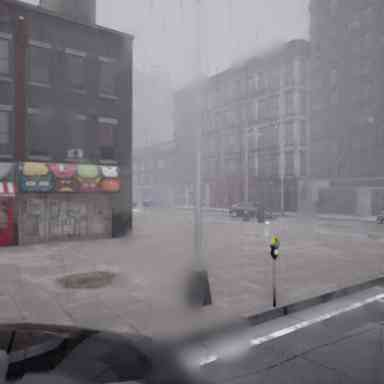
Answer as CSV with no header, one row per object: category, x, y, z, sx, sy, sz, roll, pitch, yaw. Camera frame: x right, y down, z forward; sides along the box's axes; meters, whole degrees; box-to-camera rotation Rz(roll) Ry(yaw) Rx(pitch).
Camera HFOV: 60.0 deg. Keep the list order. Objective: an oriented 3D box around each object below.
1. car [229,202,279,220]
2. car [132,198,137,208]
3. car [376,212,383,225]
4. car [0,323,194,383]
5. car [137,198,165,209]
car,5.232,1.620,28.609,1.837,1.490,4.892,0,0,-35
car,-10.227,1.419,50.575,2.150,2.045,5.566,0,-1,-35
car,14.314,1.576,20.897,2.128,1.511,4.902,0,0,-35
car,-1.890,1.563,1.468,4.313,1.339,1.947,0,0,-35
car,-5.896,1.660,49.419,1.882,1.535,5.008,0,0,-35
